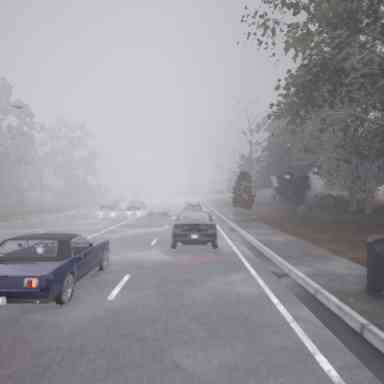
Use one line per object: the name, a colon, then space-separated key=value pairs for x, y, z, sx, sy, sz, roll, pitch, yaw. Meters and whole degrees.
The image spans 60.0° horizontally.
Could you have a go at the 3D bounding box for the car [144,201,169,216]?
car: x=-3.399 y=1.658 z=34.075 sx=1.812 sy=1.442 sz=4.674 roll=0 pitch=0 yaw=0

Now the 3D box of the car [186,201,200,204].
car: x=0.098 y=1.625 z=33.935 sx=2.128 sy=1.511 sz=4.902 roll=0 pitch=0 yaw=0

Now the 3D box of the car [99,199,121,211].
car: x=-10.575 y=1.619 z=43.011 sx=1.882 sy=1.535 sz=5.008 roll=0 pitch=0 yaw=0

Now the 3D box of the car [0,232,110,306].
car: x=-3.402 y=1.637 z=8.087 sx=1.895 sy=1.301 sz=4.718 roll=0 pitch=0 yaw=0

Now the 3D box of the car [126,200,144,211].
car: x=-7.077 y=1.689 z=42.535 sx=2.033 sy=1.411 sz=5.357 roll=0 pitch=0 yaw=0

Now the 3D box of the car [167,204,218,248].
car: x=0.098 y=1.544 z=15.145 sx=1.882 sy=1.535 sz=5.008 roll=0 pitch=0 yaw=0
